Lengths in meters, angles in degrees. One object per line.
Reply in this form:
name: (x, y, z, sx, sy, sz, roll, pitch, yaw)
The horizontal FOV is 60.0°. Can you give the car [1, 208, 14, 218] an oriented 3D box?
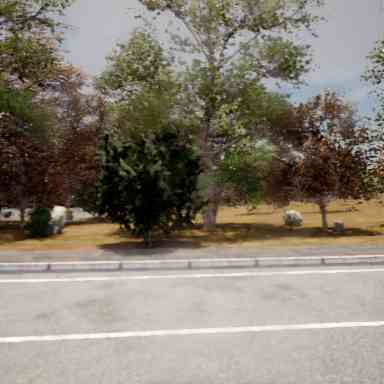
car: (-24.464, 2.210, 40.599, 2.150, 2.045, 5.566, 0, -4, 12)
